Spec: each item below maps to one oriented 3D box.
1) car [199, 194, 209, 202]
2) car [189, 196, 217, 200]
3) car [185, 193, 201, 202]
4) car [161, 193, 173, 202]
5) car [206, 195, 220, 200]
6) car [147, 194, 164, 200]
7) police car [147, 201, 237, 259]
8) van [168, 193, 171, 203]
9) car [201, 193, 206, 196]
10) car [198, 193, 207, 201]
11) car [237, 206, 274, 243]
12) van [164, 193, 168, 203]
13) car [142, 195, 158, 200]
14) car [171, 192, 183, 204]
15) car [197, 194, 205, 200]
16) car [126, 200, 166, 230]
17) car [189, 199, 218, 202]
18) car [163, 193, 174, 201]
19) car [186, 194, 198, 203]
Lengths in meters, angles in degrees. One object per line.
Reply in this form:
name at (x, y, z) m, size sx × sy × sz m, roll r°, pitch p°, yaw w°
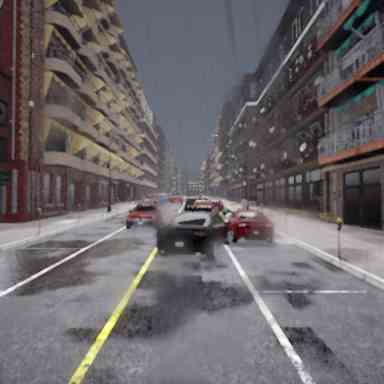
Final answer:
car at (2.603, 1.284, 70.892) m, size 1.967 × 1.590 × 4.097 m, roll 1°, pitch 0°, yaw 0°
car at (0.829, 1.362, 28.446) m, size 1.801 × 1.575 × 5.366 m, roll 0°, pitch 0°, yaw 0°
car at (0.013, 1.342, 48.732) m, size 1.882 × 1.535 × 5.008 m, roll 0°, pitch 0°, yaw 0°
car at (-5.282, 1.159, 70.953) m, size 2.192 × 1.841 × 5.009 m, roll 1°, pitch 0°, yaw 0°
car at (2.589, 1.431, 37.706) m, size 1.887 × 1.381 × 4.507 m, roll 1°, pitch 0°, yaw 0°
car at (-5.284, 1.190, 43.301) m, size 2.192 × 1.841 × 5.009 m, roll 2°, pitch 0°, yaw 0°
police car at (0.277, 1.378, 12.633) m, size 1.930 × 1.638 × 5.238 m, roll 0°, pitch 0°, yaw 15°
van at (-5.284, 1.192, 59.892) m, size 1.690 × 1.788 × 3.998 m, roll 1°, pitch 0°, yaw 0°
car at (2.592, 1.395, 59.830) m, size 1.887 × 1.381 × 4.507 m, roll 1°, pitch 0°, yaw 0°
car at (2.565, 1.157, 81.953) m, size 2.192 × 1.841 × 5.009 m, roll 1°, pitch 0°, yaw 0°
car at (2.587, 1.488, 15.584) m, size 1.887 × 1.381 × 4.507 m, roll 1°, pitch 0°, yaw 0°
van at (-5.284, 1.197, 54.360) m, size 1.690 × 1.788 × 3.998 m, roll 2°, pitch 0°, yaw 0°
car at (-5.291, 1.412, 37.600) m, size 1.752 × 1.417 × 4.829 m, roll 2°, pitch 0°, yaw 0°
car at (-2.777, 1.066, 61.483) m, size 2.150 × 2.045 × 5.566 m, roll 0°, pitch 0°, yaw 1°
car at (2.562, 1.287, 93.017) m, size 1.967 × 1.590 × 4.097 m, roll 1°, pitch 0°, yaw 0°
car at (-2.846, 1.453, 20.653) m, size 1.812 × 1.442 × 4.674 m, roll 0°, pitch 0°, yaw 0°
car at (0.828, 1.449, 22.252) m, size 1.812 × 1.442 × 4.674 m, roll 0°, pitch 0°, yaw 0°
car at (-5.282, 1.157, 76.483) m, size 2.192 × 1.841 × 5.009 m, roll 1°, pitch 0°, yaw 0°
car at (0.008, 1.200, 62.942) m, size 2.097 × 1.767 × 4.553 m, roll 0°, pitch 0°, yaw 0°
